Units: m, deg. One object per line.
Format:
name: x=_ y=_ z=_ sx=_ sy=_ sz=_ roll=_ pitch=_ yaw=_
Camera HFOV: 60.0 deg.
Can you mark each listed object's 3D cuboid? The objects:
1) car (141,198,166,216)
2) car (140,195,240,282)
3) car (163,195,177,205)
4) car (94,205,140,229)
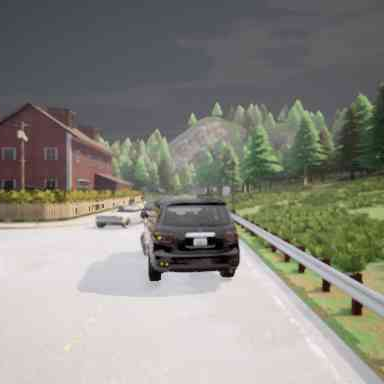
car: x=-3.600 y=1.359 z=32.158 sx=1.837 sy=1.490 sz=4.892 roll=0 pitch=1 yaw=0
car: x=-0.291 y=1.175 z=9.893 sx=2.150 sy=2.045 sz=5.566 roll=0 pitch=0 yaw=-10
car: x=-3.513 y=1.272 z=53.341 sx=1.837 sy=1.490 sz=4.892 roll=0 pitch=0 yaw=0
car: x=-4.305 y=1.505 z=21.195 sx=1.895 sy=1.301 sz=4.718 roll=0 pitch=0 yaw=12
